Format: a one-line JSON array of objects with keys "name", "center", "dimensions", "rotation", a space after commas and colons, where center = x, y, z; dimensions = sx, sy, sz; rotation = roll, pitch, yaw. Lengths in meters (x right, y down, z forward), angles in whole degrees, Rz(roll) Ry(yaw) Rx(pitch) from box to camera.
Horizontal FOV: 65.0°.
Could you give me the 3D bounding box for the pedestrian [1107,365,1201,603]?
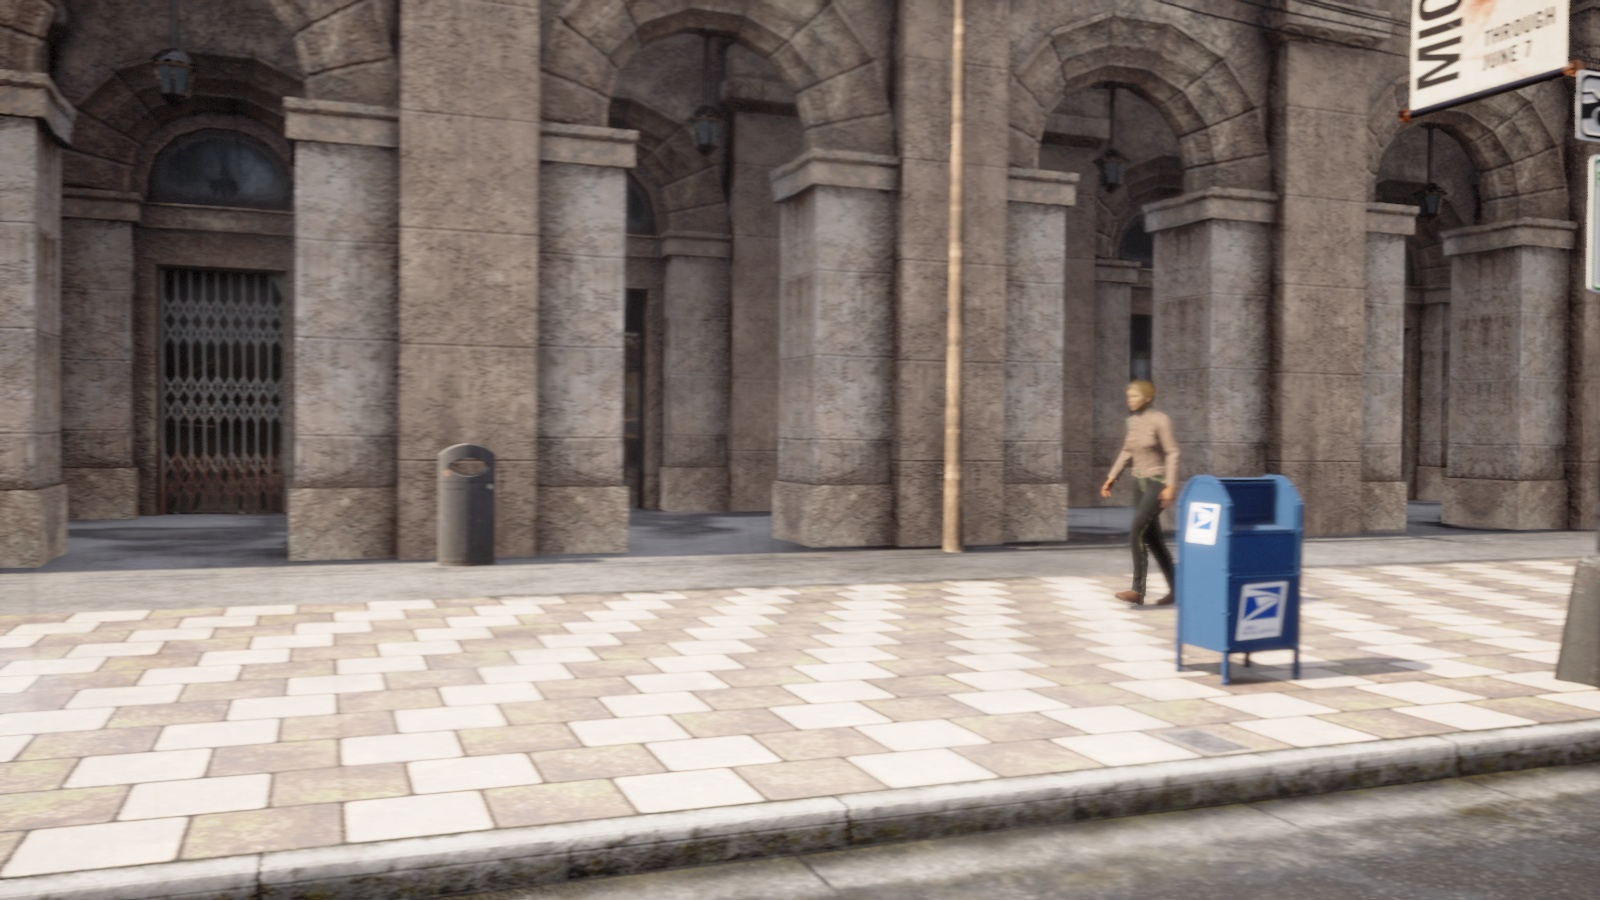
[{"name": "pedestrian", "center": [2.815, 0.262, 9.996], "dimensions": [0.634, 1.846, 0.331], "rotation": [-1, 1, -19]}]
